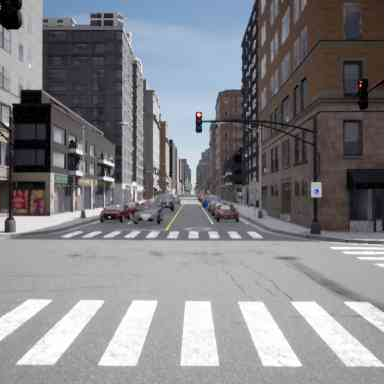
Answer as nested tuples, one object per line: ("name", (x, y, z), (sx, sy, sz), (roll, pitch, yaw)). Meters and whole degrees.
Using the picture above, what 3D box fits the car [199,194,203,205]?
("car", (2.629, 1.327, 48.633), (2.192, 1.841, 5.009), (1, 0, 0))

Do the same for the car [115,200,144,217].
("car", (-5.882, 1.551, 31.613), (1.887, 1.381, 4.507), (1, 0, 0))

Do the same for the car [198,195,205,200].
("car", (2.581, 1.562, 94.190), (1.752, 1.417, 4.829), (1, 0, 0))

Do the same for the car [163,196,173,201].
("car", (-5.934, 1.597, 82.669), (1.947, 1.339, 4.313), (1, 0, 0))

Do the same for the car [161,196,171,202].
("car", (-5.928, 1.579, 76.996), (2.008, 1.369, 4.403), (1, 0, 0))

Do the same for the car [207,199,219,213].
("car", (2.644, 1.588, 31.613), (1.802, 1.307, 4.206), (1, 0, 0))

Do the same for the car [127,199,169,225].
("car", (-3.103, 1.496, 24.346), (2.128, 1.511, 4.902), (0, 0, -1))

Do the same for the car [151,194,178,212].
("car", (-3.145, 1.231, 39.457), (2.150, 2.045, 5.566), (0, 0, 0))

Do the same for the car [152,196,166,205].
("car", (-5.910, 1.458, 59.977), (1.967, 1.590, 4.097), (1, 0, 0))

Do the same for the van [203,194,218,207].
("van", (2.635, 1.351, 42.960), (1.690, 1.788, 3.998), (1, 0, 0))

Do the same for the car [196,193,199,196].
("car", (2.594, 1.346, 82.674), (2.192, 1.841, 5.009), (1, 0, 0))

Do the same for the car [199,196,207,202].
("car", (2.597, 1.553, 77.170), (1.752, 1.417, 4.829), (1, 0, 0))

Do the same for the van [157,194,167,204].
("van", (-5.915, 1.363, 65.650), (1.690, 1.788, 3.998), (1, 0, 0))

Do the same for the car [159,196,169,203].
("car", (-5.923, 1.607, 71.323), (1.802, 1.307, 4.206), (1, 0, 0))

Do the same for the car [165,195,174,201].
("car", (-5.940, 1.600, 88.342), (1.947, 1.339, 4.313), (1, 0, 0))

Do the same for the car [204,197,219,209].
("car", (2.638, 1.590, 37.287), (1.802, 1.307, 4.206), (1, 0, 0))

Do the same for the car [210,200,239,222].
("car", (2.650, 1.587, 25.940), (1.802, 1.307, 4.206), (1, 0, 0))

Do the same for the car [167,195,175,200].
("car", (-5.946, 1.581, 94.015), (1.887, 1.381, 4.507), (1, 0, 0))

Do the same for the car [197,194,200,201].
("car", (2.603, 1.591, 71.327), (1.947, 1.339, 4.313), (1, 0, 0))

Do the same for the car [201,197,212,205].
("car", (2.615, 1.600, 59.980), (1.802, 1.307, 4.206), (1, 0, 0))

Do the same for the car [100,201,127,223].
("car", (-5.876, 1.550, 25.940), (1.887, 1.381, 4.507), (1, 0, 0))

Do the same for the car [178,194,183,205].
("car", (-3.071, 1.582, 58.350), (1.994, 1.385, 4.181), (0, 0, 0))
